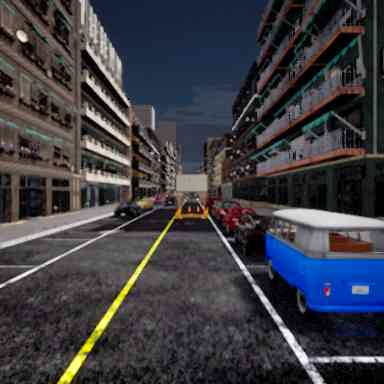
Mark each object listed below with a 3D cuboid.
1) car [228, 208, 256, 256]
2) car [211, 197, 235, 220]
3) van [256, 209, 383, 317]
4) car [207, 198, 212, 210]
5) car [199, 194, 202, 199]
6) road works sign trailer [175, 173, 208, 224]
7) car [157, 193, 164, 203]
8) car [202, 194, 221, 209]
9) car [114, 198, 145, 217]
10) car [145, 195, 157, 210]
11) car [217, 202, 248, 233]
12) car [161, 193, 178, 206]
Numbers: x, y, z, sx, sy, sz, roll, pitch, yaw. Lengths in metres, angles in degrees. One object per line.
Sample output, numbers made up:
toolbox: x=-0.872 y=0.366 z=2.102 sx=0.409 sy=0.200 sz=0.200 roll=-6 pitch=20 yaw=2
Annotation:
car: x=2.687 y=1.529 z=12.794 sx=1.947 sy=1.339 sz=4.313 roll=0 pitch=0 yaw=0
car: x=2.684 y=1.371 z=24.067 sx=1.967 sy=1.590 sz=4.097 roll=0 pitch=0 yaw=0
van: x=2.689 y=1.321 z=7.157 sx=1.690 sy=1.788 sz=3.998 roll=0 pitch=0 yaw=0
car: x=2.683 y=1.464 z=29.702 sx=2.008 sy=1.369 sz=4.403 roll=0 pitch=0 yaw=0
car: x=2.666 y=1.234 z=91.873 sx=1.752 sy=1.417 sz=4.829 roll=0 pitch=0 yaw=0
road works sign trailer: x=-0.007 y=0.395 z=24.195 sx=2.380 sy=3.560 sz=2.880 roll=0 pitch=0 yaw=0
car: x=-5.706 y=1.263 z=57.886 sx=1.967 sy=1.590 sz=4.097 roll=0 pitch=0 yaw=0
car: x=2.681 y=1.193 z=40.975 sx=2.192 sy=1.841 sz=5.009 roll=0 pitch=0 yaw=0
car: x=-5.698 y=1.479 z=29.703 sx=1.947 sy=1.339 sz=4.313 roll=0 pitch=0 yaw=0
car: x=-5.701 y=1.404 z=40.806 sx=1.752 sy=1.417 sz=4.829 roll=0 pitch=0 yaw=0
car: x=2.686 y=1.492 z=18.430 sx=1.887 sy=1.381 sz=4.507 roll=0 pitch=0 yaw=0
car: x=-3.096 y=1.353 z=50.145 sx=1.837 sy=1.490 sz=4.892 roll=0 pitch=0 yaw=0
